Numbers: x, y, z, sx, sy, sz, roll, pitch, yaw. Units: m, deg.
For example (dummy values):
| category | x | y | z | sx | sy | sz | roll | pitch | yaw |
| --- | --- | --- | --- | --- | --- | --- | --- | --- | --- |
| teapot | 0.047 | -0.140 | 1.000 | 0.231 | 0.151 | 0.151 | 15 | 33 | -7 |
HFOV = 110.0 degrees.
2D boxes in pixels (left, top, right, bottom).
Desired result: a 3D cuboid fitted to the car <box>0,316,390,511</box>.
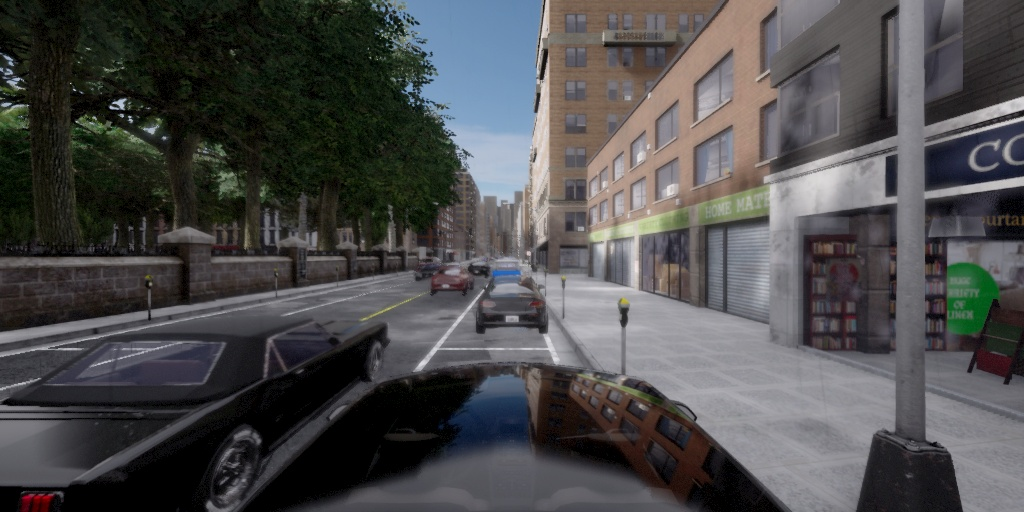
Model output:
| category | x | y | z | sx | sy | sz | roll | pitch | yaw |
| --- | --- | --- | --- | --- | --- | --- | --- | --- | --- |
| car | -3.049 | 1.350 | 4.150 | 1.895 | 1.301 | 4.718 | 0 | 0 | 0 |

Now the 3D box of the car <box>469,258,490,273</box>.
| category | x | y | z | sx | sy | sz | roll | pitch | yaw |
| --- | --- | --- | --- | --- | --- | --- | --- | --- | --- |
| car | -3.051 | 1.209 | 33.561 | 1.882 | 1.535 | 5.008 | 0 | 0 | 0 |

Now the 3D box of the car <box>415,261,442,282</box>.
| category | x | y | z | sx | sy | sz | roll | pitch | yaw |
| --- | --- | --- | --- | --- | --- | --- | --- | --- | --- |
| car | -6.243 | 1.301 | 28.301 | 1.994 | 1.385 | 4.181 | 0 | 0 | 0 |

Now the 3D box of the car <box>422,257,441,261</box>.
| category | x | y | z | sx | sy | sz | roll | pitch | yaw |
| --- | --- | --- | --- | --- | --- | --- | --- | --- | --- |
| car | -8.813 | 1.040 | 38.791 | 2.192 | 1.841 | 5.009 | 0 | 0 | 0 |

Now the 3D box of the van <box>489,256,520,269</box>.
| category | x | y | z | sx | sy | sz | roll | pitch | yaw |
| --- | --- | --- | --- | --- | --- | --- | --- | --- | --- |
| van | -0.289 | 1.083 | 21.849 | 1.690 | 1.789 | 3.998 | 0 | 0 | 0 |

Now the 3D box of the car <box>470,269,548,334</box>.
| category | x | y | z | sx | sy | sz | roll | pitch | yaw |
| --- | --- | --- | --- | --- | --- | --- | --- | --- | --- |
| car | 0.004 | 1.274 | 10.500 | 1.812 | 1.442 | 4.674 | 0 | 0 | 0 |

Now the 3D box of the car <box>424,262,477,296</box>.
| category | x | y | z | sx | sy | sz | roll | pitch | yaw |
| --- | --- | --- | --- | --- | --- | --- | --- | --- | --- |
| car | -3.143 | 1.269 | 19.352 | 1.812 | 1.442 | 4.674 | 0 | 0 | 0 |
